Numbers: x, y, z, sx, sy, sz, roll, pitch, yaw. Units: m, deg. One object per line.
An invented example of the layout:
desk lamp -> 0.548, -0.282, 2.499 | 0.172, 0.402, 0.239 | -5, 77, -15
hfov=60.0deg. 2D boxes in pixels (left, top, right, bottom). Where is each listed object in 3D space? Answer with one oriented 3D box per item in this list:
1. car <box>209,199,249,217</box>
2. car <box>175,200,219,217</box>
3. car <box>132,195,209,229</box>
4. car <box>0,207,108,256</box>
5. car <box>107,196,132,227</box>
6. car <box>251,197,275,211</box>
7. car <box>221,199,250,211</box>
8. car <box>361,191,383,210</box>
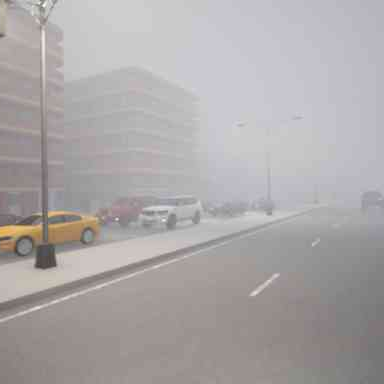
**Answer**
car -> 3.509, 1.580, 31.127 | 1.895, 1.301, 4.718 | -1, 0, 30
car -> 0.603, 1.575, 33.093 | 2.033, 1.411, 5.357 | -1, 0, 30
car -> -1.269, 1.267, 22.674 | 2.150, 2.045, 5.566 | -1, 0, 29
car -> -6.138, 1.591, 14.047 | 1.882, 1.535, 5.008 | -1, 0, 29
car -> -4.447, 1.320, 24.172 | 2.150, 2.045, 5.566 | -1, 0, 29
car -> 8.637, 1.399, 40.138 | 2.128, 1.511, 4.902 | -1, 0, 30
car -> 5.501, 1.560, 41.701 | 1.895, 1.301, 4.718 | -1, 0, 30
car -> 20.382, 0.935, 37.448 | 2.150, 2.045, 5.566 | -1, 0, 29
